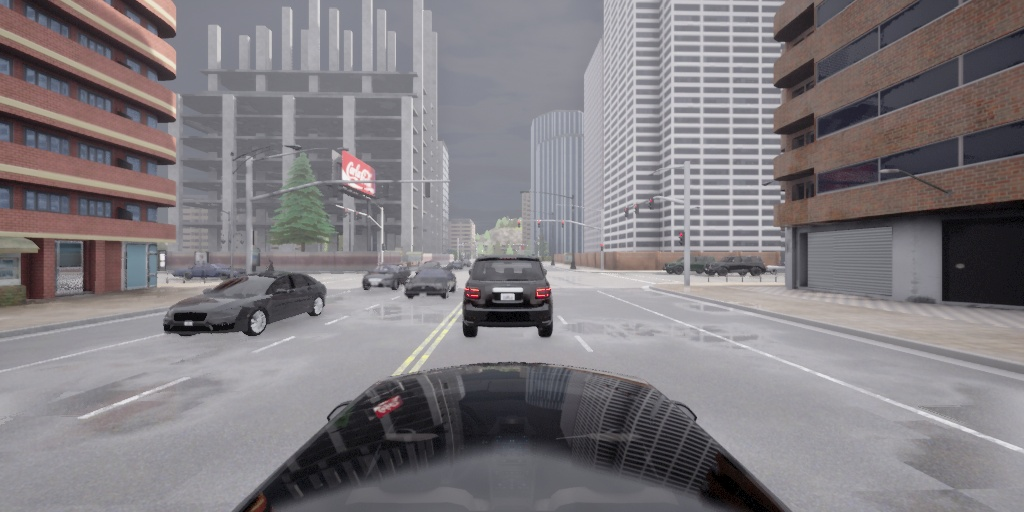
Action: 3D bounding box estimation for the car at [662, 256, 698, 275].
[{"bbox_3d":[19.388,0.978,38.985,5.566,2.045,2.150,0,0,-1],"label":"car"}]

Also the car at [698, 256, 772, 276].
[{"bbox_3d":[21.998,0.977,35.555,5.566,2.045,2.150,0,0,-2],"label":"car"}]

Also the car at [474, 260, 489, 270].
[{"bbox_3d":[-4.663,1.322,54.627,1.994,1.385,4.181,0,0,-1],"label":"car"}]

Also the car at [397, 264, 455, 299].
[{"bbox_3d":[-3.924,1.300,18.239,2.033,1.411,5.357,0,0,-1],"label":"car"}]

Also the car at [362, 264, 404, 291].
[{"bbox_3d":[-7.500,1.245,21.898,2.128,1.511,4.902,0,0,-1],"label":"car"}]

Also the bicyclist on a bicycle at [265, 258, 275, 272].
[{"bbox_3d":[-28.702,1.057,42.528,0.582,1.620,1.656,0,0,-1],"label":"bicyclist on a bicycle"}]

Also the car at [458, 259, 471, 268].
[{"bbox_3d":[-8.310,1.261,62.856,1.837,1.490,4.892,0,1,-1],"label":"car"}]

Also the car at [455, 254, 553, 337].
[{"bbox_3d":[-0.120,0.973,10.404,2.150,2.045,5.566,0,0,-1],"label":"car"}]

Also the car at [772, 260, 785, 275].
[{"bbox_3d":[29.518,1.356,39.236,4.718,1.301,1.895,0,0,-1],"label":"car"}]

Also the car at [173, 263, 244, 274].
[{"bbox_3d":[-25.622,1.302,30.620,5.357,1.411,2.033,0,0,-1],"label":"car"}]

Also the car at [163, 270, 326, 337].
[{"bbox_3d":[-7.266,1.256,10.425,1.837,1.490,4.892,0,0,-1],"label":"car"}]

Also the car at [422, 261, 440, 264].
[{"bbox_3d":[-7.751,1.259,34.127,1.837,1.490,4.892,0,0,-1],"label":"car"}]

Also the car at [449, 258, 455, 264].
[{"bbox_3d":[-8.108,1.322,51.797,1.994,1.385,4.181,0,0,-1],"label":"car"}]
